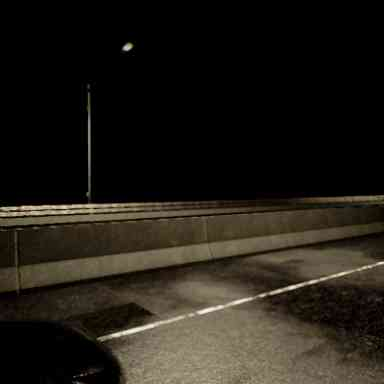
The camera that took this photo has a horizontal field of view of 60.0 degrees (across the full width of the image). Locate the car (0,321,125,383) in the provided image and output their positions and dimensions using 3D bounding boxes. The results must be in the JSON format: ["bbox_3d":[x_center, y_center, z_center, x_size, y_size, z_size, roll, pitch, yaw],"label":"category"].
[{"bbox_3d":[-2.750,1.514,1.786,4.892,1.490,1.837,0,0,-36],"label":"car"}]
